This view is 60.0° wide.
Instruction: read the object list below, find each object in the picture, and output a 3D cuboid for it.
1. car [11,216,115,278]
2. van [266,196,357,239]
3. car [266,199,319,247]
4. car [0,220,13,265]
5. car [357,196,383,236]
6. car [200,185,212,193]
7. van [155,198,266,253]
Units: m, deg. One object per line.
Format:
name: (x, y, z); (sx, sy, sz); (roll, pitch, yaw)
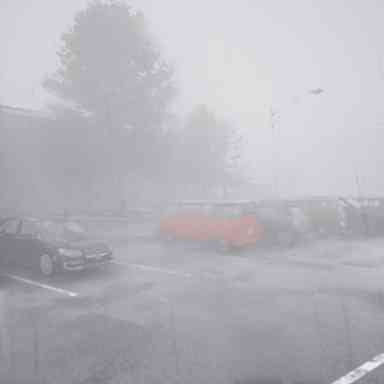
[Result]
car: (-4.447, 1.499, 10.194); (4.892, 1.521, 2.231); (-1, -1, 36)
van: (5.613, 1.252, 16.846); (4.442, 1.987, 1.878); (-1, -1, 36)
car: (3.048, 1.358, 15.216); (4.553, 1.767, 2.185); (-1, -1, 36)
car: (-6.949, 1.533, 8.503); (4.792, 1.488, 2.163); (-1, 0, 36)
car: (8.032, 1.223, 18.570); (5.566, 2.045, 2.435); (-1, -1, 36)
car: (2.700, -0.622, 65.508); (2.163, 1.488, 4.792); (1, 6, 17)
van: (0.434, 1.264, 13.626); (4.442, 1.987, 1.878); (-1, 0, 36)
